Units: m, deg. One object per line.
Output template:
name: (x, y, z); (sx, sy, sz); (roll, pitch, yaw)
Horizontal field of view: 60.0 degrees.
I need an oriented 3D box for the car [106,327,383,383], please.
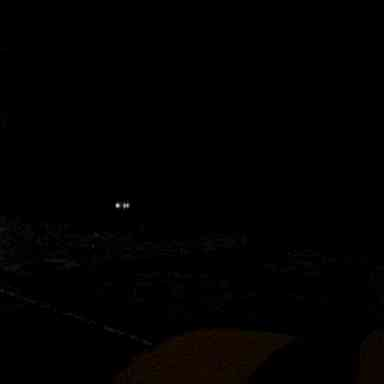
car: (1.439, 1.525, 2.056); (4.829, 1.417, 1.752); (0, 0, 36)
